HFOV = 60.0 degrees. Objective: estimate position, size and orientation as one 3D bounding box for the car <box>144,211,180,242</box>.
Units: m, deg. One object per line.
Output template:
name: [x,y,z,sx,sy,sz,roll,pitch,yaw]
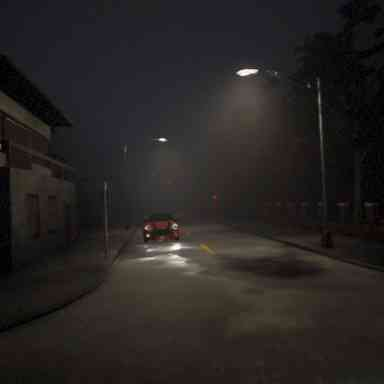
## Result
car: [-1.970,2.117,21.281,2.097,1.767,4.553,-2,-2,-6]
